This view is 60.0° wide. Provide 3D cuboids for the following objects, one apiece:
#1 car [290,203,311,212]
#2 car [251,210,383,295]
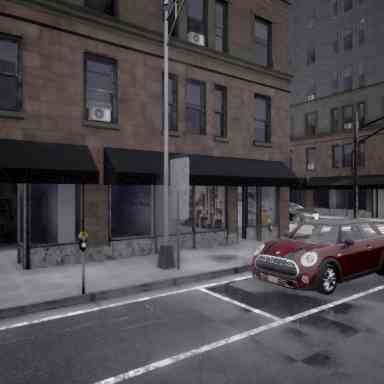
[{"bbox_3d":[7.045,1.537,24.612,2.128,1.511,4.902,0,0,-35],"label":"car"},{"bbox_3d":[3.443,1.440,8.658,4.097,1.590,1.967,0,0,-36],"label":"car"}]
